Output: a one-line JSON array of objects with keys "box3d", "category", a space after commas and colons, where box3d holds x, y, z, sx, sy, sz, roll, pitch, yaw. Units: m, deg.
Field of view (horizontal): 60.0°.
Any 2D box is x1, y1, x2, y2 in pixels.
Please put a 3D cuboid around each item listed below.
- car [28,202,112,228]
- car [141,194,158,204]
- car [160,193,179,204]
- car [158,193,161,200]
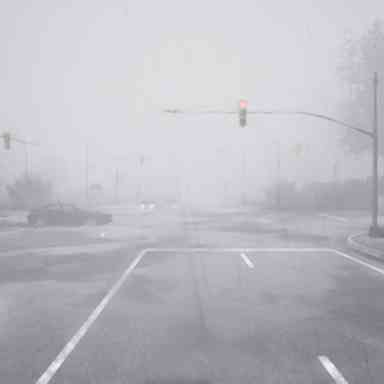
[{"box3d": [-7.511, 1.379, 20.682, 5.008, 1.535, 1.882, 0, 0, 3], "category": "car"}, {"box3d": [-7.069, 1.276, 53.982, 1.895, 1.301, 4.718, 0, 0, 0], "category": "car"}, {"box3d": [-3.567, 1.150, 54.366, 1.882, 1.535, 5.008, 0, 0, 0], "category": "car"}, {"box3d": [-6.995, 1.084, 69.232, 1.837, 1.490, 4.892, 0, 0, 0], "category": "car"}]
